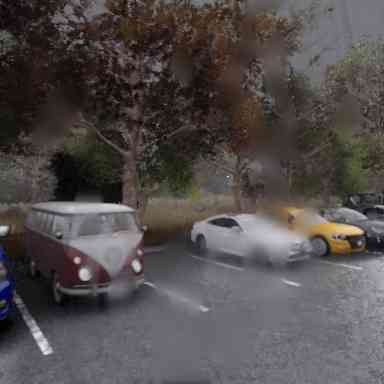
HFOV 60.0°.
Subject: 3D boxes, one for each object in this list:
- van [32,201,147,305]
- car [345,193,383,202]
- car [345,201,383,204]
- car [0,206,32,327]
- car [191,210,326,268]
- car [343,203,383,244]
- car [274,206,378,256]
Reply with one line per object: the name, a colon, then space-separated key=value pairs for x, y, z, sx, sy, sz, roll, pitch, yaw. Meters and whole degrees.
van: x=-2.686 y=1.239 z=8.002 sx=1.878 sy=1.987 sz=4.442 roll=0 pitch=0 yaw=-36
car: x=10.867 y=1.094 z=17.776 sx=2.435 sy=2.045 sz=5.566 roll=-1 pitch=0 yaw=-35
car: x=8.566 y=1.396 z=16.205 sx=2.163 sy=1.488 sz=4.792 roll=-1 pitch=0 yaw=-35
car: x=-5.005 y=1.232 z=6.456 sx=2.435 sy=2.045 sz=5.566 roll=0 pitch=0 yaw=-35
car: x=1.781 y=1.466 z=11.333 sx=2.002 sy=1.452 sz=4.674 roll=0 pitch=0 yaw=-35
car: x=6.313 y=1.387 z=14.571 sx=2.231 sy=1.521 sz=4.892 roll=-1 pitch=0 yaw=-36
car: x=4.046 y=1.406 z=12.953 sx=2.097 sy=1.535 sz=5.008 roll=-1 pitch=0 yaw=-35
